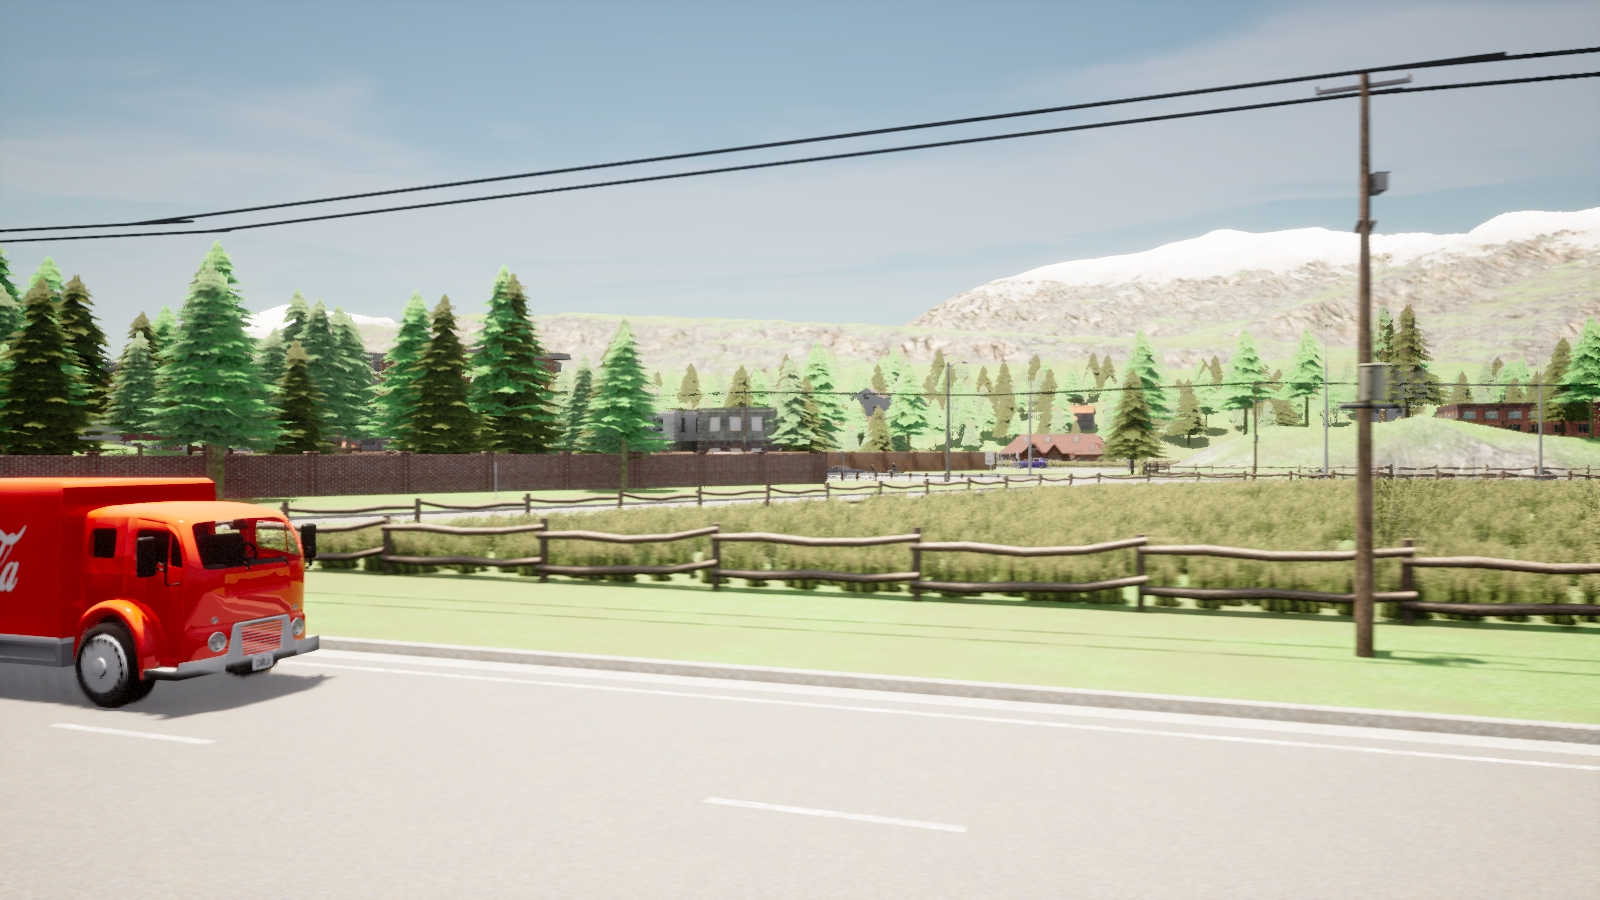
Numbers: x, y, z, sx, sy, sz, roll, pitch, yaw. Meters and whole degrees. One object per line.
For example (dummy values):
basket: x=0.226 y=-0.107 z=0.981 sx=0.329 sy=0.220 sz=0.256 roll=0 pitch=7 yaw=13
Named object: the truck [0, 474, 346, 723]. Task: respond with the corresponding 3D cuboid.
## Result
truck: x=-8.540 y=1.568 z=13.857 sx=5.204 sy=2.467 sz=2.627 roll=0 pitch=0 yaw=20
